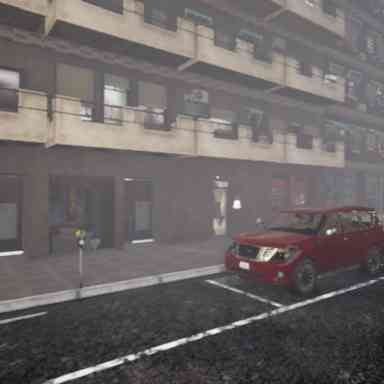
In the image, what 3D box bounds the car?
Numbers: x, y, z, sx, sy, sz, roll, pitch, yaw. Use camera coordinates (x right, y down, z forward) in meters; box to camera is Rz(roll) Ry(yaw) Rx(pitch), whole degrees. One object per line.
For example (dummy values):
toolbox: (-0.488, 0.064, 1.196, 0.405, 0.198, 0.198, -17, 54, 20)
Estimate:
car: (3.216, 1.311, 8.851, 5.009, 1.841, 2.192, 0, 0, -36)
